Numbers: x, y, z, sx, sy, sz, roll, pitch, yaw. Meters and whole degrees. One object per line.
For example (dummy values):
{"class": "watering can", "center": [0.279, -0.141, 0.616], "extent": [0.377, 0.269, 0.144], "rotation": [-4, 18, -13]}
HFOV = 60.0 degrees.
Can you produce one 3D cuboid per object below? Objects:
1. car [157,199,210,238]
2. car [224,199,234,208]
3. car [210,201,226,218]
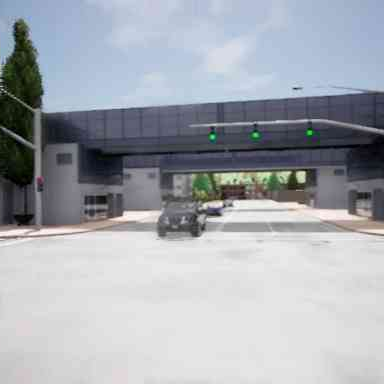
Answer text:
{"class": "car", "center": [-0.452, 1.458, 19.706], "extent": [2.150, 2.045, 5.566], "rotation": [-1, -1, 9]}
{"class": "car", "center": [6.523, 2.088, 60.028], "extent": [2.128, 1.511, 4.902], "rotation": [-1, -1, 10]}
{"class": "car", "center": [2.243, 1.977, 35.355], "extent": [1.895, 1.301, 4.718], "rotation": [-1, -1, 10]}
